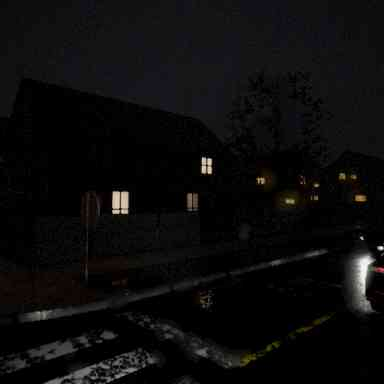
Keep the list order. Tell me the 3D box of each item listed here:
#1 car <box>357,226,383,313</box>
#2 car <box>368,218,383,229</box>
[{"bbox_3d":[5.234,1.567,6.822,4.902,1.511,2.128,1,-1,-43],"label":"car"},{"bbox_3d":[8.943,1.723,14.153,5.357,1.411,2.033,1,-1,-43],"label":"car"}]
